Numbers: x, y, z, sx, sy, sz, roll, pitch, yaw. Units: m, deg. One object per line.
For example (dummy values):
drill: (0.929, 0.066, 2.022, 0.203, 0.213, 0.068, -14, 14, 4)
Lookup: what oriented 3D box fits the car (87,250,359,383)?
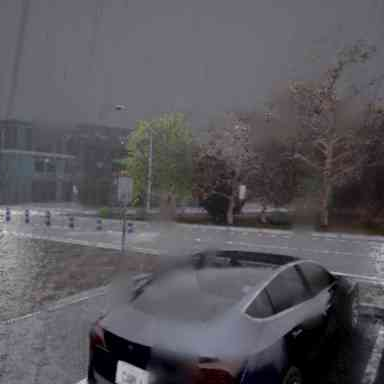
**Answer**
car: (0.886, 1.528, 4.552, 2.163, 1.488, 4.792, -1, 0, 36)
